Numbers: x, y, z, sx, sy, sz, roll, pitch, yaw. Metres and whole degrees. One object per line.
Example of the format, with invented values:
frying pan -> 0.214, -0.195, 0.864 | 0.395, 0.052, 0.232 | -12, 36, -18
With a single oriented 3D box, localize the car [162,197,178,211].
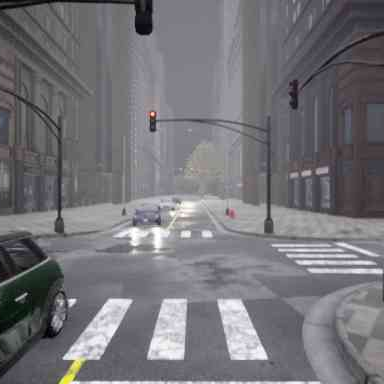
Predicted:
car -> -2.993, 1.521, 40.015 | 1.812, 1.442, 4.674 | 0, 0, 0

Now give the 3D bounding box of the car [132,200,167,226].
car -> -2.989, 1.518, 23.188 | 1.812, 1.442, 4.674 | 0, 0, -2

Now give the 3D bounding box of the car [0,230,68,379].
car -> -3.090, 1.351, 3.547 | 2.097, 1.767, 4.553 | 0, 0, 0

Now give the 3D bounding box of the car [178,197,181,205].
car -> -2.861, 1.561, 59.407 | 2.033, 1.411, 5.357 | 0, 0, 0
